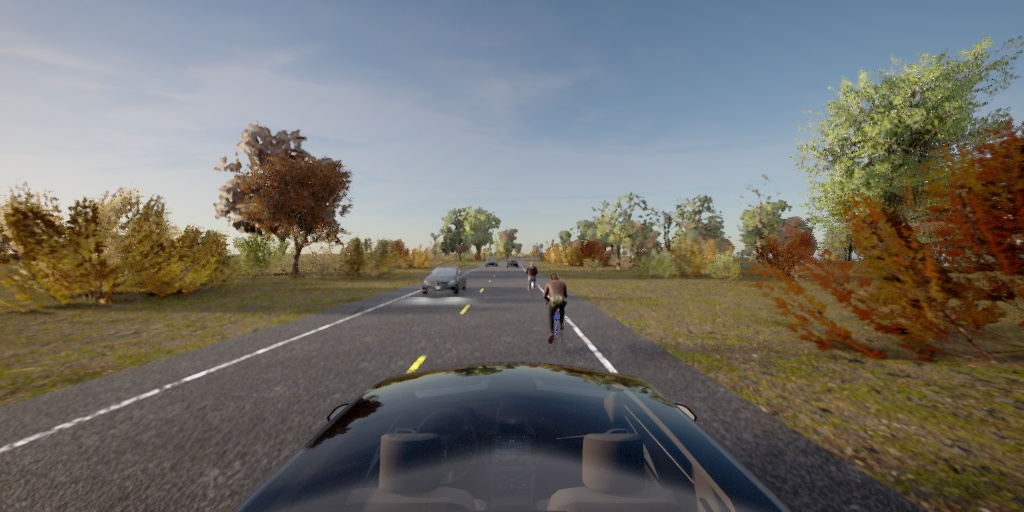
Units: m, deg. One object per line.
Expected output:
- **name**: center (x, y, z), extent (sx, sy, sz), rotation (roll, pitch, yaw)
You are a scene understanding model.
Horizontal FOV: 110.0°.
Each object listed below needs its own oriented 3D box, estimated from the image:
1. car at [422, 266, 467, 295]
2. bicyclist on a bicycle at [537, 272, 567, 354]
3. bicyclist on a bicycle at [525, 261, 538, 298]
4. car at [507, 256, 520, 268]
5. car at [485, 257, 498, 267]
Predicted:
- **car**: center (-3.599, 1.265, 19.736), extent (1.812, 1.442, 4.674), rotation (0, 0, 0)
- **bicyclist on a bicycle**: center (0.964, 1.201, 7.846), extent (0.582, 1.620, 1.656), rotation (0, 0, 0)
- **bicyclist on a bicycle**: center (0.965, 1.112, 17.514), extent (0.659, 1.776, 1.843), rotation (0, 0, 0)
- **car**: center (0.100, 1.179, 61.023), extent (1.837, 1.490, 4.892), rotation (0, 0, 0)
- **car**: center (-3.549, 1.022, 62.710), extent (2.097, 1.767, 4.553), rotation (0, 0, 1)
